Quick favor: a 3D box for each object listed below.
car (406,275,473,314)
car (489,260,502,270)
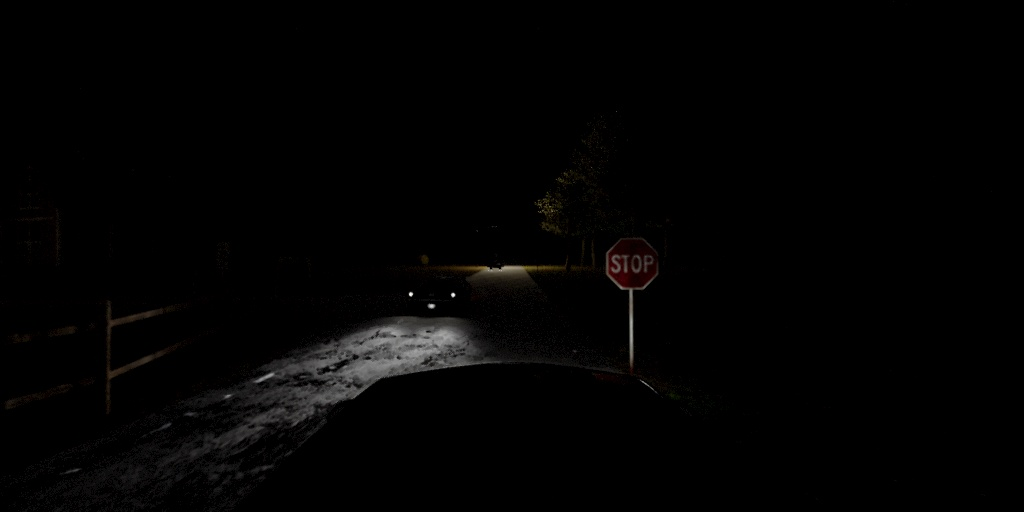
[{"bbox_3d":[-2.716,1.431,14.335,1.895,1.301,4.718,1,-1,0],"label":"car"},{"bbox_3d":[-2.612,1.437,57.361,1.837,1.490,4.892,0,0,0],"label":"car"}]
